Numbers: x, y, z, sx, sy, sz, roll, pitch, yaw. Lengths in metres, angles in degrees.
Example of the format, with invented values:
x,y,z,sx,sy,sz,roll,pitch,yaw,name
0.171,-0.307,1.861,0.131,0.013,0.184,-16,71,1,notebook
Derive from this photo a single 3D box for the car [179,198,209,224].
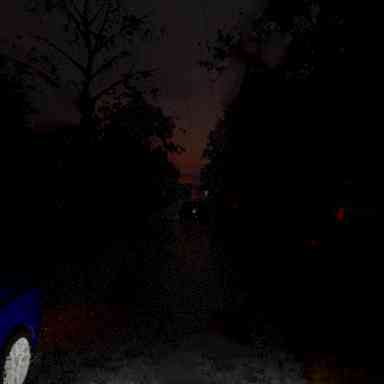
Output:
x,y,z,sx,sy,sz,roll,pitch,yaw,name
0.152,1.355,24.957,2.097,1.767,4.553,0,0,0,car

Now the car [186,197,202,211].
x,y,z,sx,sy,sz,roll,pitch,yaw,name
0.244,1.486,43.001,1.882,1.535,5.008,0,0,0,car

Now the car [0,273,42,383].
x,y,z,sx,sy,sz,roll,pitch,yaw,name
-2.848,1.475,2.222,1.882,1.535,5.008,0,0,0,car
